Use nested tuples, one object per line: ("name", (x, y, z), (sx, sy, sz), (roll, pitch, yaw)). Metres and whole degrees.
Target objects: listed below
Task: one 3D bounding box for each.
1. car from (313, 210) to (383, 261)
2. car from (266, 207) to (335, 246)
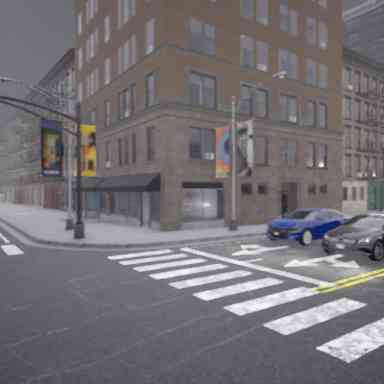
("car", (6.810, 1.557, 12.526), (4.674, 1.442, 1.812), (0, 0, -37))
("car", (5.653, 1.511, 15.683), (5.008, 1.535, 1.882), (0, 0, -35))
